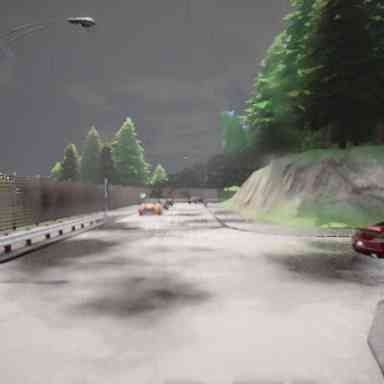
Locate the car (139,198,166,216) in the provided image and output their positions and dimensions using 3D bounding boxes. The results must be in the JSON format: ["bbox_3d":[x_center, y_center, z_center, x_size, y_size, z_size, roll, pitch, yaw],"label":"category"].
[{"bbox_3d":[-4.092,1.428,33.817,2.097,1.767,4.553,0,0,0],"label":"car"}]

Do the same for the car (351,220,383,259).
[{"bbox_3d":[7.855,1.502,10.826,5.008,1.535,1.882,0,-1,-3],"label":"car"}]

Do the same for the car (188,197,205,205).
[{"bbox_3d":[0.842,1.651,64.647,1.837,1.490,4.892,0,0,26],"label":"car"}]

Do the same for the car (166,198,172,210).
[{"bbox_3d":[-4.084,1.625,44.023,1.812,1.442,4.674,0,0,0],"label":"car"}]

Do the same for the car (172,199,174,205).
[{"bbox_3d":[-4.196,1.729,57.398,1.895,1.301,4.718,0,0,0],"label":"car"}]
